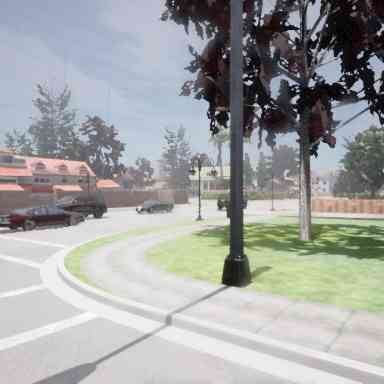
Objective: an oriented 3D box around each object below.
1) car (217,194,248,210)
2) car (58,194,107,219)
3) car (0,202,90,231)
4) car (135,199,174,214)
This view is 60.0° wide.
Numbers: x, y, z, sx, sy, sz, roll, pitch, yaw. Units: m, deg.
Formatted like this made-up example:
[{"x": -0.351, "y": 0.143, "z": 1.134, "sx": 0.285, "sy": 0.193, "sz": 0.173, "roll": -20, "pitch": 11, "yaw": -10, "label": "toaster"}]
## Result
[{"x": 5.234, "y": 1.221, "z": 42.496, "sx": 2.150, "sy": 2.045, "sz": 5.566, "roll": 0, "pitch": 0, "yaw": 34, "label": "car"}, {"x": -9.524, "y": 1.222, "z": 27.226, "sx": 2.150, "sy": 2.045, "sz": 5.566, "roll": 0, "pitch": 0, "yaw": 34, "label": "car"}, {"x": -9.331, "y": 1.555, "z": 20.656, "sx": 2.033, "sy": 1.411, "sz": 5.357, "roll": 0, "pitch": 0, "yaw": 33, "label": "car"}, {"x": -3.933, "y": 1.491, "z": 35.477, "sx": 2.128, "sy": 1.511, "sz": 4.902, "roll": 0, "pitch": 0, "yaw": 34, "label": "car"}]
